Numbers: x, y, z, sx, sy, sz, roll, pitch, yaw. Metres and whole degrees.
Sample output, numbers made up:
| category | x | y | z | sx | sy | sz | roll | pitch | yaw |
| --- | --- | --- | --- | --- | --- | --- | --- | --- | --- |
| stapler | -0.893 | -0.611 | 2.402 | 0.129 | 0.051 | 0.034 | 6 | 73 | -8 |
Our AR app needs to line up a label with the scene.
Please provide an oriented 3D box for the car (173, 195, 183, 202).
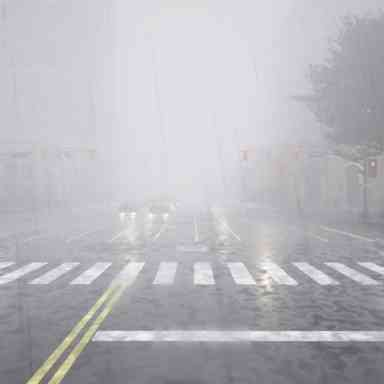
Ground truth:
| category | x | y | z | sx | sy | sz | roll | pitch | yaw |
| --- | --- | --- | --- | --- | --- | --- | --- | --- | --- |
| car | -3.294 | 1.540 | 80.071 | 2.033 | 1.411 | 5.357 | 0 | 0 | 1 |

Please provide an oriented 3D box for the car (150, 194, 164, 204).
| category | x | y | z | sx | sy | sz | roll | pitch | yaw |
| --- | --- | --- | --- | --- | --- | --- | --- | --- | --- |
| car | -6.959 | 1.351 | 66.748 | 2.097 | 1.767 | 4.553 | 0 | 0 | 1 |

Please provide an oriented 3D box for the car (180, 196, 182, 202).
| category | x | y | z | sx | sy | sz | roll | pitch | yaw |
| --- | --- | --- | --- | --- | --- | --- | --- | --- | --- |
| car | -3.417 | 1.492 | 68.855 | 2.128 | 1.511 | 4.902 | 0 | 0 | 1 |

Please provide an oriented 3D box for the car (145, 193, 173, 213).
| category | x | y | z | sx | sy | sz | roll | pitch | yaw |
| --- | --- | --- | --- | --- | --- | --- | --- | --- | --- |
| car | -3.592 | 1.352 | 37.051 | 2.097 | 1.767 | 4.553 | 0 | 0 | 0 |

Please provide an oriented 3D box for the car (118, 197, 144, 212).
| category | x | y | z | sx | sy | sz | roll | pitch | yaw |
| --- | --- | --- | --- | --- | --- | --- | --- | --- | --- |
| car | -7.093 | 1.564 | 38.213 | 1.994 | 1.385 | 4.181 | 0 | 0 | 0 |

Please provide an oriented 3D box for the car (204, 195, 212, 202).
| category | x | y | z | sx | sy | sz | roll | pitch | yaw |
| --- | --- | --- | --- | --- | --- | --- | --- | --- | --- |
| car | 3.691 | 1.525 | 78.514 | 2.128 | 1.511 | 4.902 | 0 | 0 | 1 |

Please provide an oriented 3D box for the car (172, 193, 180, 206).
| category | x | y | z | sx | sy | sz | roll | pitch | yaw |
| --- | --- | --- | --- | --- | --- | --- | --- | --- | --- |
| car | -3.574 | 1.220 | 53.514 | 2.150 | 2.045 | 5.566 | 0 | 0 | 1 |
